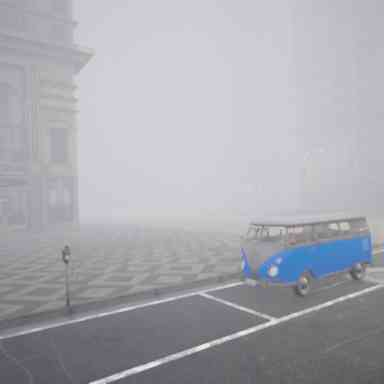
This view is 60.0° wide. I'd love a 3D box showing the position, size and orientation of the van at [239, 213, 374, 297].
[{"bbox_3d":[3.049,1.488,8.711,3.998,1.788,1.690,-1,-2,-35],"label":"van"}]
